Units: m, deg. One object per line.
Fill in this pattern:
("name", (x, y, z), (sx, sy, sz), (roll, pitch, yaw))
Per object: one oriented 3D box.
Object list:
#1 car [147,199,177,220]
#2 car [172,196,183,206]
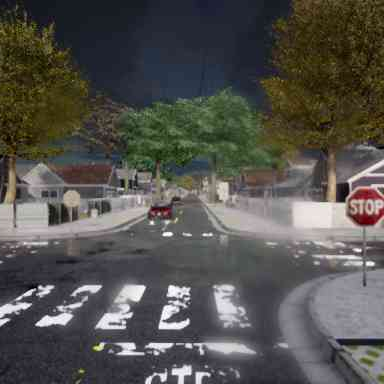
("car", (-2.614, 1.566, 28.434), (1.994, 1.385, 4.181), (0, 0, 0))
("car", (-2.489, 1.450, 54.642), (1.837, 1.490, 4.892), (0, 0, 0))
